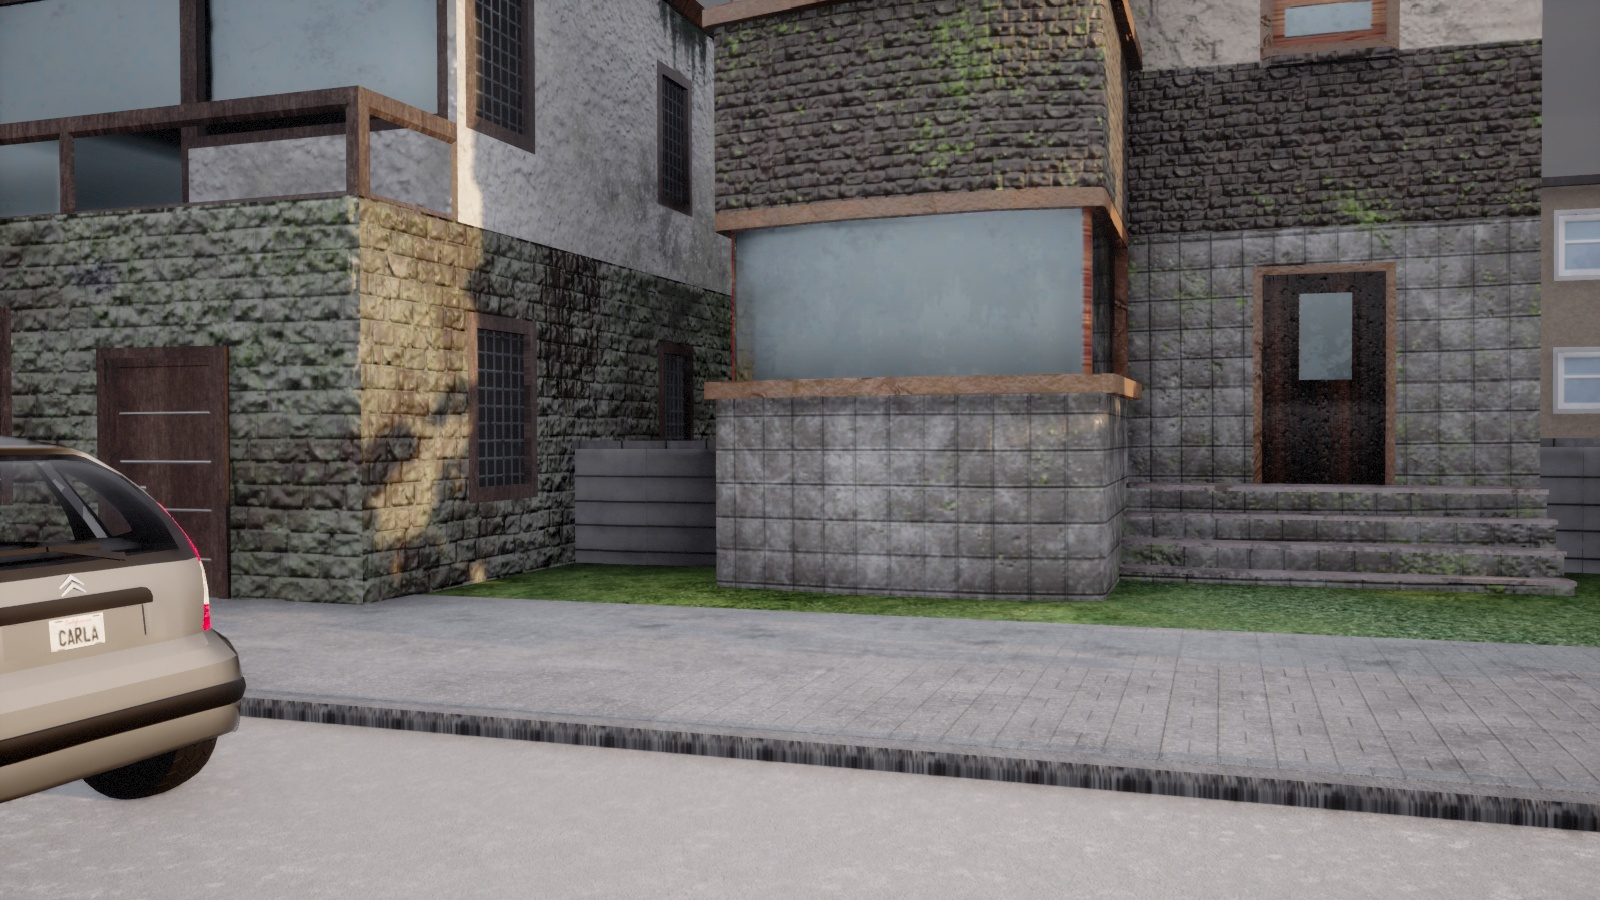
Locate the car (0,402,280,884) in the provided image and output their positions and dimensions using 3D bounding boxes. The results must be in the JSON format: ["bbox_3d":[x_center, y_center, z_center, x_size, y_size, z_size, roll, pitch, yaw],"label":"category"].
[{"bbox_3d":[-4.446,0.625,5.213,3.988,1.617,1.851,1,1,19],"label":"car"}]
